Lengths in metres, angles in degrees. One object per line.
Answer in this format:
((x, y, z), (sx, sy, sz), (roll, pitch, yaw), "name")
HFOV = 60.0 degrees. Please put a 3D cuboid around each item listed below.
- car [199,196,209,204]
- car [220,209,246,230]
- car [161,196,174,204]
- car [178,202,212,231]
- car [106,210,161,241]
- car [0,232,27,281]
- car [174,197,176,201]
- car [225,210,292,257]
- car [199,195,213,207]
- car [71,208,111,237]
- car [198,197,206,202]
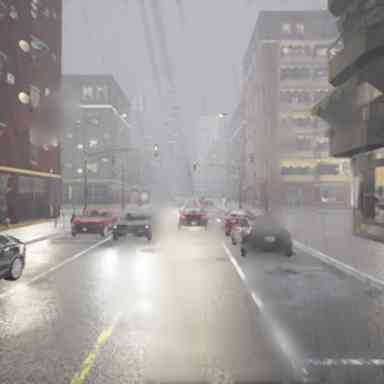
((2.571, 1.687, 73.746), (1.967, 1.590, 4.097), (1, 0, 0), "car")
((2.573, 1.600, 18.621), (1.887, 1.381, 4.507), (1, 0, 0), "car")
((-5.326, 1.776, 68.045), (2.008, 1.369, 4.403), (1, 0, 0), "car")
((0.097, 1.588, 21.031), (1.812, 1.442, 4.674), (0, 0, 0), "car")
((-2.751, 1.655, 17.099), (1.895, 1.301, 4.718), (0, 0, 0), "car")
((-5.274, 1.572, 7.251), (2.008, 1.369, 4.403), (1, 0, 0), "car")
((-5.311, 1.862, 90.803), (1.887, 1.381, 4.507), (1, 0, 0), "car")
((2.573, 1.604, 12.950), (1.947, 1.339, 4.313), (1, 0, 0), "car")
((2.700, 1.727, 56.677), (1.887, 1.381, 4.507), (1, 0, 0), "car")
((-5.274, 1.600, 18.593), (1.887, 1.381, 4.507), (1, 0, 0), "car")
((2.569, 1.859, 85.125), (1.947, 1.339, 4.313), (1, 0, 0), "car")
